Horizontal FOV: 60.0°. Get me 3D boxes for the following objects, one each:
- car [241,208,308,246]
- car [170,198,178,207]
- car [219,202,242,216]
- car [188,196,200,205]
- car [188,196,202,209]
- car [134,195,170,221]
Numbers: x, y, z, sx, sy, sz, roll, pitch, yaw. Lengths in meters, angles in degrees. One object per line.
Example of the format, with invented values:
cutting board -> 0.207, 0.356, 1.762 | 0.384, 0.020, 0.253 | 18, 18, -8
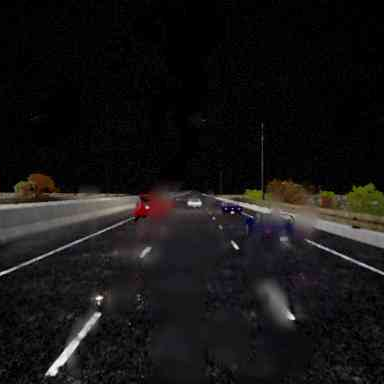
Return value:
car -> 3.671, 1.604, 15.333 | 1.895, 1.301, 4.718 | 0, 0, 0
car -> -3.204, 1.585, 50.676 | 1.994, 1.385, 4.181 | 0, 0, 1
car -> 3.781, 1.614, 33.171 | 1.895, 1.301, 4.718 | 0, 0, 0
car -> 0.346, 1.521, 59.888 | 2.128, 1.511, 4.902 | 0, 0, 0
car -> 0.366, 1.621, 46.365 | 1.895, 1.301, 4.718 | 0, 0, 0
car -> -3.281, 1.233, 27.310 | 2.150, 2.045, 5.566 | 0, 0, 1
